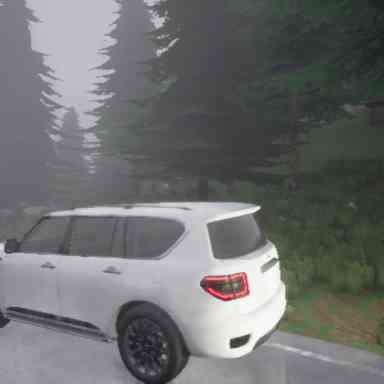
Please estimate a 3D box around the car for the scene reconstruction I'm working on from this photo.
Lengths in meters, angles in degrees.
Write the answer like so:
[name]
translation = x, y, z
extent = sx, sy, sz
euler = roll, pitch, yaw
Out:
[car]
translation = -1.380, 1.201, 5.431
extent = 5.566, 2.045, 2.150
euler = -1, 1, 29
